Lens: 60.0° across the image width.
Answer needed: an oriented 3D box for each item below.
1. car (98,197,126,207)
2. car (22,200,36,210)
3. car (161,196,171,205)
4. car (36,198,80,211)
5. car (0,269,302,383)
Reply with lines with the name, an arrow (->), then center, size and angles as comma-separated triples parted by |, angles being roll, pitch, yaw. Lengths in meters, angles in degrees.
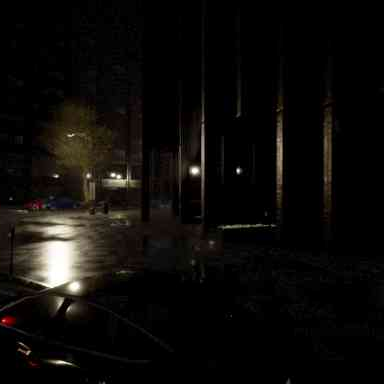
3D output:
car -> -12.107, 1.423, 50.553 | 1.812, 1.442, 4.674 | 0, 0, 35
car -> -18.740, 1.486, 41.189 | 1.994, 1.385, 4.181 | 0, 0, 34
car -> -3.334, 1.400, 57.262 | 1.837, 1.490, 4.892 | 0, 0, 36
car -> -15.670, 1.462, 39.887 | 1.812, 1.442, 4.674 | 0, 0, 35
car -> -1.013, 1.566, 3.674 | 4.313, 1.339, 1.947 | 0, 0, 35
